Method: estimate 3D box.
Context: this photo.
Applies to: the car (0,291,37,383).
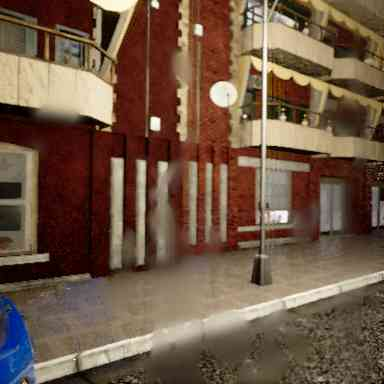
[{"bbox_3d":[-3.315,1.199,0.705,5.566,2.045,2.150,1,0,-35],"label":"car"}]
